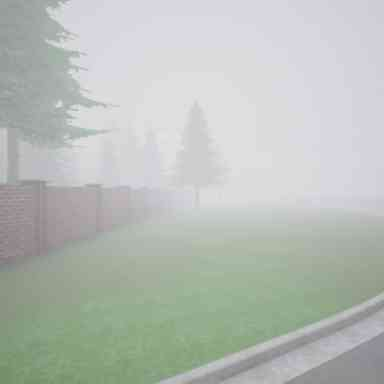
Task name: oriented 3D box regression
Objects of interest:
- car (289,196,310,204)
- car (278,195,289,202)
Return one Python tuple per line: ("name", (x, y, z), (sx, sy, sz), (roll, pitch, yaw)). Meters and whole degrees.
("car", (19.099, 1.424, 58.110), (1.994, 1.385, 4.181), (0, 0, 0))
("car", (18.965, 1.390, 68.035), (1.994, 1.385, 4.181), (0, 0, 0))
